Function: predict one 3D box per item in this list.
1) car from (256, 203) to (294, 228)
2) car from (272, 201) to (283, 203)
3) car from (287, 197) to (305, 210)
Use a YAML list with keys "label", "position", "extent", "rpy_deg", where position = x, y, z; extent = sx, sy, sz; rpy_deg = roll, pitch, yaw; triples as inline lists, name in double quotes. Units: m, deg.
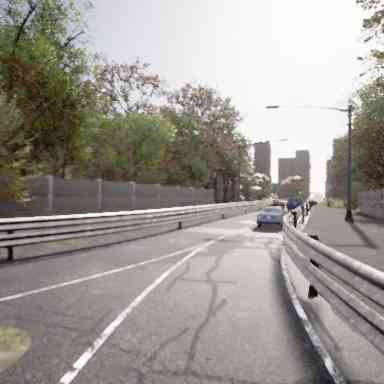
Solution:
- label: "car"
  position: [5.936, 1.757, 24.151]
  extent: [2.033, 1.411, 5.357]
  rpy_deg: [1, 0, 21]
- label: "car"
  position: [14.187, 2.133, 55.204]
  extent: [1.895, 1.301, 4.718]
  rpy_deg: [1, -1, 21]
- label: "car"
  position: [14.789, 1.684, 47.239]
  extent: [2.150, 2.045, 5.566]
  rpy_deg: [1, -1, 21]
